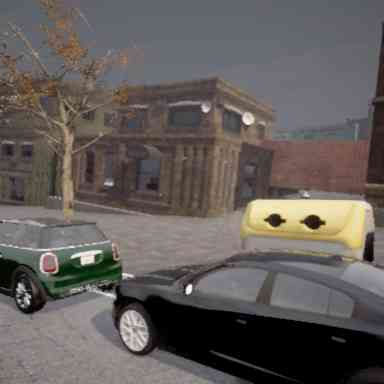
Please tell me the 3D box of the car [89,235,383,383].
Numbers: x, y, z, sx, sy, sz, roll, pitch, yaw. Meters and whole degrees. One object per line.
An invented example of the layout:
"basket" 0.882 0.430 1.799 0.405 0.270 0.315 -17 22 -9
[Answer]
"car" 1.030 1.512 4.421 5.008 1.535 1.882 0 0 36

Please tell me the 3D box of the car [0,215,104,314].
"car" -3.819 1.382 7.948 4.553 1.767 2.097 0 0 36
